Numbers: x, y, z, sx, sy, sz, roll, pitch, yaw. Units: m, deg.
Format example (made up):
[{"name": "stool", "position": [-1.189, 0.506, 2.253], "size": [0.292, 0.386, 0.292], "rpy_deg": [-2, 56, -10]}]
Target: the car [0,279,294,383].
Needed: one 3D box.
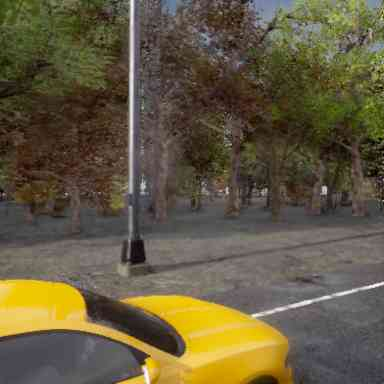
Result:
[{"name": "car", "position": [-1.337, 1.479, 2.535], "size": [5.008, 1.535, 1.882], "rpy_deg": [1, 0, -34]}]
